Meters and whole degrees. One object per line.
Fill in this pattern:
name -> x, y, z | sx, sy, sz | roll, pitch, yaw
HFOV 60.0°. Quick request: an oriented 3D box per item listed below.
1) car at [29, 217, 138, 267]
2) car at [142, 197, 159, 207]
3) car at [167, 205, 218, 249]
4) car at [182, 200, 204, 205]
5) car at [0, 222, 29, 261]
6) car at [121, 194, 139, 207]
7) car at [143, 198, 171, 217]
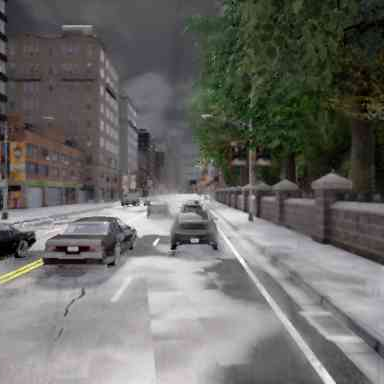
car -> -3.148, 1.556, 11.315 | 2.033, 1.411, 5.357 | 0, 0, 0
car -> -6.548, 1.604, 53.104 | 2.033, 1.411, 5.357 | 0, 0, 1
car -> 0.102, 1.517, 14.519 | 1.837, 1.490, 4.892 | 0, 0, 0
car -> 0.105, 1.537, 31.805 | 1.837, 1.490, 4.892 | 0, 0, 0
car -> -6.600, 1.608, 9.874 | 1.895, 1.301, 4.718 | 0, 0, 0
car -> -9.796, 1.277, 53.084 | 2.150, 2.045, 5.566 | 0, 0, 1
car -> -3.145, 1.523, 31.763 | 2.128, 1.511, 4.902 | 0, 0, 0
